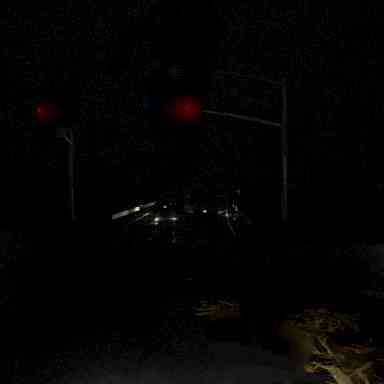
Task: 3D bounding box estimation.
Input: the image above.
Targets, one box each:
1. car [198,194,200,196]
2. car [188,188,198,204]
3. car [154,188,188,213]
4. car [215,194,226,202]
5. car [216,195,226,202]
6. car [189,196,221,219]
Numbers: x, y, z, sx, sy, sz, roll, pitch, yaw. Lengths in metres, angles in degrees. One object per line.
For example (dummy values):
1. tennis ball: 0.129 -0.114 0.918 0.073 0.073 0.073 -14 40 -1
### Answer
1. car: 0.403 0.926 52.505 2.033 1.411 5.357 0 -1 8
2. car: -0.948 0.517 41.966 2.150 2.045 5.566 0 1 7
3. car: -2.055 0.811 31.541 2.150 2.045 5.566 0 3 6
4. car: 4.772 1.106 58.287 1.812 1.442 4.674 0 -2 7
5. car: 5.993 1.356 68.381 1.882 1.535 5.008 0 -1 6
6. car: 1.157 1.342 27.418 1.994 1.385 4.181 0 3 5
